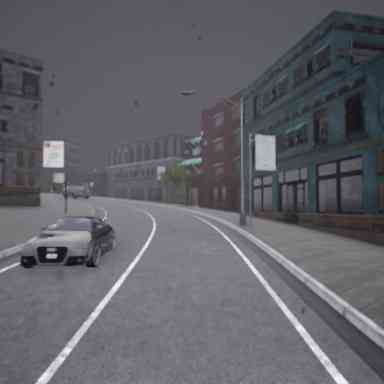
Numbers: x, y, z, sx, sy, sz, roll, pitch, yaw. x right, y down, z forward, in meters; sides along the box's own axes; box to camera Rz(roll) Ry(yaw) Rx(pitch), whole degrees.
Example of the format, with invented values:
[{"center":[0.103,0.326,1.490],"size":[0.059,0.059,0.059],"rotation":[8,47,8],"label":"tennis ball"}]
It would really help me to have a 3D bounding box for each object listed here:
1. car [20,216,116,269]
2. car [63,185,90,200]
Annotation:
[{"center":[-3.758,1.480,10.784],"size":[1.994,1.385,4.181],"rotation":[0,1,-2],"label":"car"},{"center":[-17.093,-0.009,49.015],"size":[2.150,2.045,5.566],"rotation":[3,1,-43],"label":"car"}]
